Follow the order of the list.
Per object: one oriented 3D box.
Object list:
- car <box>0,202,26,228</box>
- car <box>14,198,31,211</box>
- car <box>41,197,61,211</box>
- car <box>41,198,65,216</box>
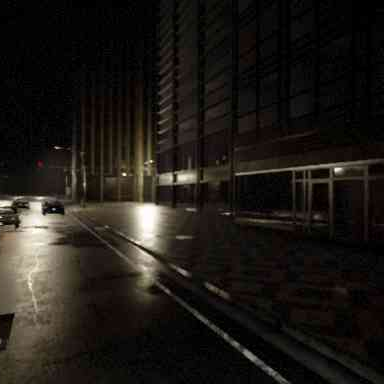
[{"bbox_3d":[-12.034,1.569,21.412,1.895,1.301,4.718,1,0,-24],"label":"car"},{"bbox_3d":[-20.237,1.459,39.513,2.033,1.411,5.357,1,0,-24],"label":"car"},{"bbox_3d":[-17.225,1.435,40.503,2.128,1.511,4.902,1,0,-24],"label":"car"},{"bbox_3d":[-13.484,1.538,32.456,1.994,1.385,4.181,1,0,-23],"label":"car"}]
